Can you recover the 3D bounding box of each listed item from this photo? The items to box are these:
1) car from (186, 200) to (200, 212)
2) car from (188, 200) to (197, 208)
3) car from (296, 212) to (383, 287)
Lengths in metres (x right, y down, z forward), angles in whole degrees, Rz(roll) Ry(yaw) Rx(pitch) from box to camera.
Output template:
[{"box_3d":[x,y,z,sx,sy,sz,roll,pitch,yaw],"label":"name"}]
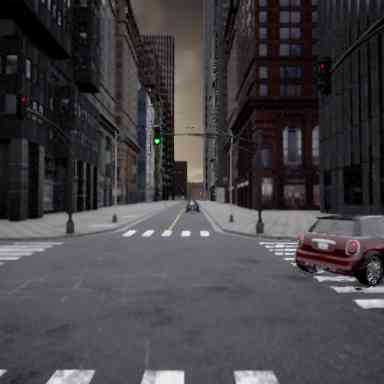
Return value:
[{"box_3d":[0.110,2.133,47.907,1.812,1.442,4.674,0,-1,0],"label":"car"},{"box_3d":[0.016,2.435,68.619,1.812,1.442,4.674,0,-1,0],"label":"car"},{"box_3d":[5.234,1.429,9.633,4.553,1.767,2.097,1,-1,-30],"label":"car"}]
